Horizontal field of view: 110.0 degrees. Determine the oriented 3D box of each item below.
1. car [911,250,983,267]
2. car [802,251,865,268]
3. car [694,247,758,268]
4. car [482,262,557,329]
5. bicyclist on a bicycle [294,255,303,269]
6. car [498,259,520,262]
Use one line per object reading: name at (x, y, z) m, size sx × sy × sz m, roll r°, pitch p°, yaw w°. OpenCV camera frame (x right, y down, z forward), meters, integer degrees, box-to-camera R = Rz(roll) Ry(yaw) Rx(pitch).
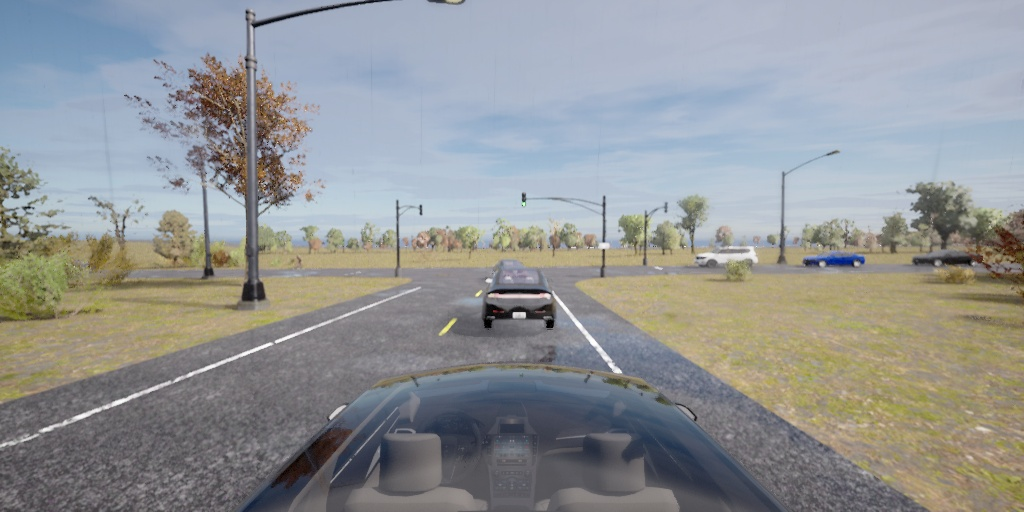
car at (41.220, 0.188, 34.059) m, size 5.008 × 1.535 × 1.882 m, roll -1°, pitch 2°, yaw 5°
car at (31.189, 0.282, 34.860) m, size 5.008 × 1.535 × 1.882 m, roll -1°, pitch 2°, yaw 5°
car at (21.184, 0.126, 35.644) m, size 5.566 × 2.045 × 2.150 m, roll -1°, pitch 2°, yaw 4°
car at (0.204, 1.101, 10.622) m, size 2.128 × 1.511 × 4.902 m, roll 0°, pitch 1°, yaw 1°
bicyclist on a bicycle at (-25.782, 0.718, 43.278) m, size 0.582 × 1.620 × 1.656 m, roll -1°, pitch 1°, yaw 5°
car at (-0.245, 0.931, 24.563) m, size 2.033 × 1.411 × 5.357 m, roll 0°, pitch 1°, yaw -10°
